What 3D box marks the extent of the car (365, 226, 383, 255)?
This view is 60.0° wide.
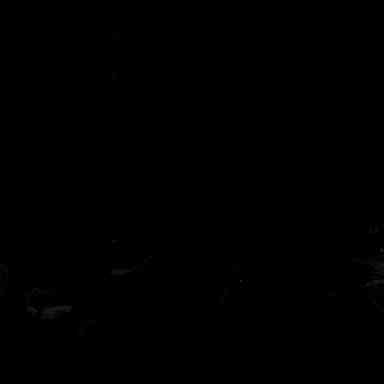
[{"bbox_3d":[8.247,1.623,12.410,4.313,1.339,1.947,0,0,-35],"label":"car"}]

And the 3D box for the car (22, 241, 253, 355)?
[{"bbox_3d":[-0.712,1.593,6.025,4.206,1.307,1.802,0,0,-35],"label":"car"}]
